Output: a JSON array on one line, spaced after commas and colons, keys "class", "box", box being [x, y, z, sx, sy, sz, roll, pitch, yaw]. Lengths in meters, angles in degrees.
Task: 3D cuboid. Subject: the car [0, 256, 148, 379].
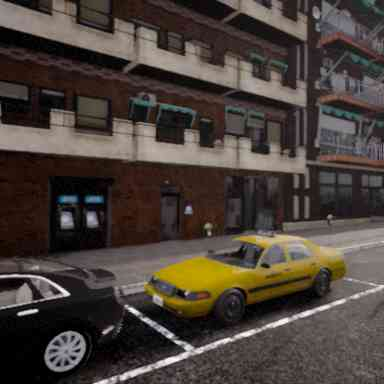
[{"class": "car", "box": [-3.001, 1.551, 3.944, 4.403, 1.369, 2.008, 0, 1, -36]}]

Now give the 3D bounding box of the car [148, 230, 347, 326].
[{"class": "car", "box": [1.388, 1.527, 7.076, 4.829, 1.417, 1.752, 0, 1, -36]}]
